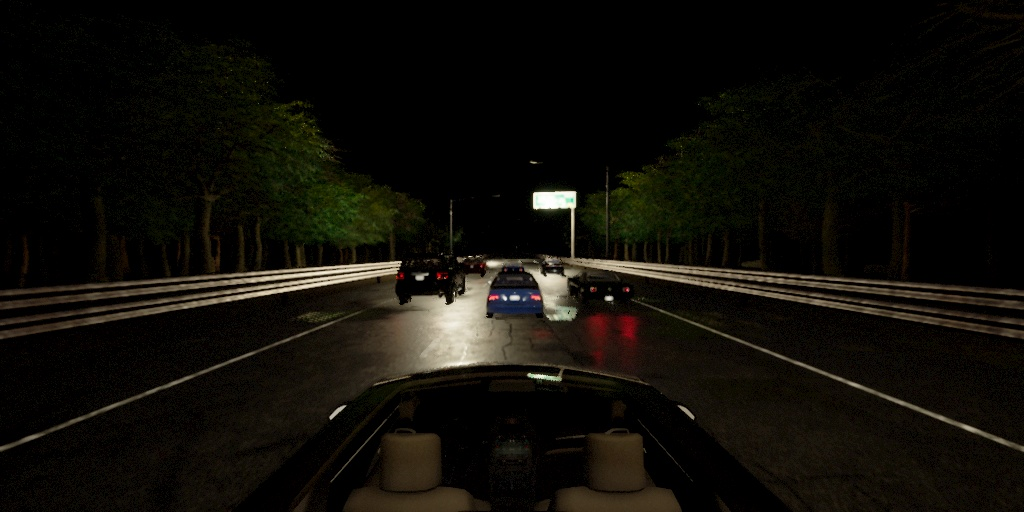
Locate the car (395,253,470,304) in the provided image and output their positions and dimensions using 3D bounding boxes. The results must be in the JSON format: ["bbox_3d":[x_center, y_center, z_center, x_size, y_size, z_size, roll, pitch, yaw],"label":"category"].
[{"bbox_3d":[-3.393,0.883,15.889,2.150,2.045,5.566,0,0,0],"label":"car"}]

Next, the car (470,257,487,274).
[{"bbox_3d":[-3.386,0.903,32.491,2.097,1.767,4.553,0,0,0],"label":"car"}]

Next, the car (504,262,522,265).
[{"bbox_3d":[0.112,1.159,31.278,1.895,1.301,4.718,0,0,0],"label":"car"}]

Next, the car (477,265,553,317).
[{"bbox_3d":[0.089,1.230,12.790,2.033,1.411,5.357,0,0,0],"label":"car"}]

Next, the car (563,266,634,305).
[{"bbox_3d":[3.605,1.265,15.512,1.895,1.301,4.718,0,0,0],"label":"car"}]

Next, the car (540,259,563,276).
[{"bbox_3d":[3.613,1.040,32.748,2.128,1.511,4.902,0,0,0],"label":"car"}]
